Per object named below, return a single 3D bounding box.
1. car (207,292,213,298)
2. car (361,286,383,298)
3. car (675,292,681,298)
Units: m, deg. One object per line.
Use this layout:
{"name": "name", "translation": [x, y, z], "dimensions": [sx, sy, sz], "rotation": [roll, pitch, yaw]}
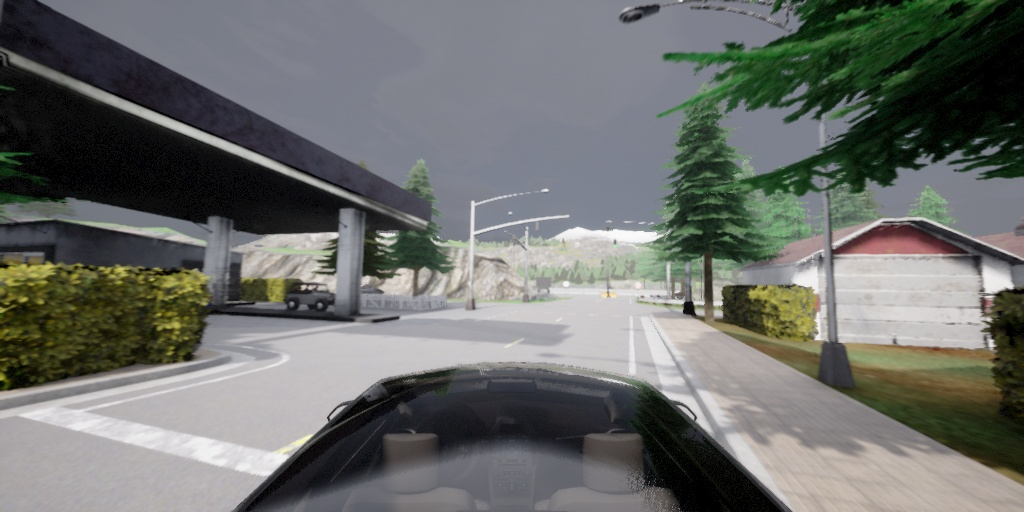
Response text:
{"name": "car", "translation": [-36.805, 3.941, 43.152], "dimensions": [4.902, 1.511, 2.128], "rotation": [-1, -5, 19]}
{"name": "car", "translation": [-16.768, 4.071, 40.177], "dimensions": [4.892, 1.490, 1.837], "rotation": [0, -5, 19]}
{"name": "car", "translation": [28.078, 6.229, 56.708], "dimensions": [4.718, 1.301, 1.895], "rotation": [-1, -5, 19]}
